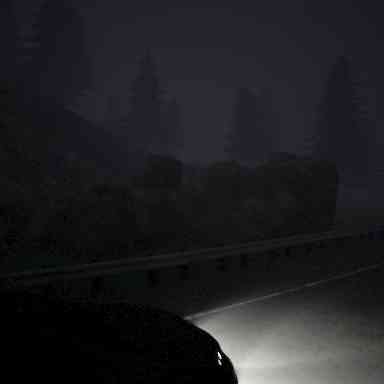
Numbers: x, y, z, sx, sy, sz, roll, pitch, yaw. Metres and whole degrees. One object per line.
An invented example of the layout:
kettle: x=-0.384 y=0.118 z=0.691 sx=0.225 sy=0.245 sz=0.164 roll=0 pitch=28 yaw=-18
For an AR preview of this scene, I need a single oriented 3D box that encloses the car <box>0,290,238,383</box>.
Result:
car: x=-1.610 y=1.569 z=2.675 sx=4.181 sy=1.385 sz=1.994 roll=1 pitch=0 yaw=-36
